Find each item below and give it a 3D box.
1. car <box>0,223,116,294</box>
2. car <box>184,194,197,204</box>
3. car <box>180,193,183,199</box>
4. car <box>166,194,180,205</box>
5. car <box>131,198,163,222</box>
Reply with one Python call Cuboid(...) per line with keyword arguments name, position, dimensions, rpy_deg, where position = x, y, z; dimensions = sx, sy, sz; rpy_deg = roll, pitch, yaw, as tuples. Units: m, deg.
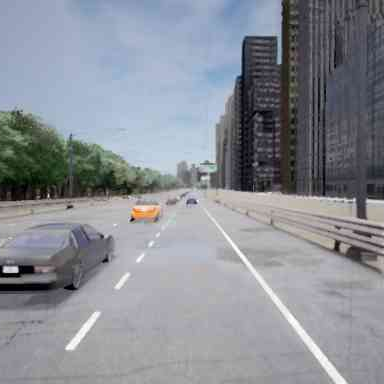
Cuboid(name="car", position=(-3.500, 1.544, 8.932), dimensions=(2.033, 1.411, 5.357), rpy_deg=(0, 0, 0))
Cuboid(name="car", position=(-0.079, 1.520, 62.938), dimensions=(1.812, 1.442, 4.674), rpy_deg=(0, 0, 0))
Cuboid(name="car", position=(-3.796, 1.578, 81.090), dimensions=(1.895, 1.301, 4.718), rpy_deg=(0, 0, 0))
Cuboid(name="car", position=(-3.665, 1.544, 60.597), dimensions=(2.033, 1.411, 5.357), rpy_deg=(0, 0, 0))
Cuboid(name="car", position=(-3.527, 1.348, 26.583), dimensions=(2.097, 1.767, 4.553), rpy_deg=(0, 0, 0))
